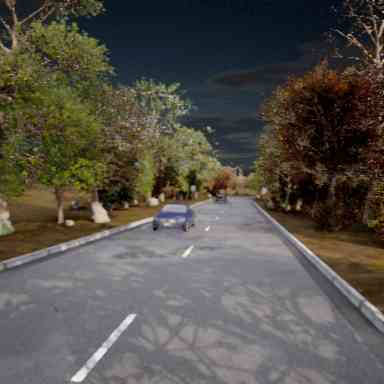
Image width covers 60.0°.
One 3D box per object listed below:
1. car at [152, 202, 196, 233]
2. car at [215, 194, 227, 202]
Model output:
[{"bbox_3d":[-0.872,1.335,18.798,1.812,1.442,4.674,2,1,8],"label":"car"},{"bbox_3d":[5.250,1.146,60.310,1.994,1.385,4.181,2,1,9],"label":"car"}]
